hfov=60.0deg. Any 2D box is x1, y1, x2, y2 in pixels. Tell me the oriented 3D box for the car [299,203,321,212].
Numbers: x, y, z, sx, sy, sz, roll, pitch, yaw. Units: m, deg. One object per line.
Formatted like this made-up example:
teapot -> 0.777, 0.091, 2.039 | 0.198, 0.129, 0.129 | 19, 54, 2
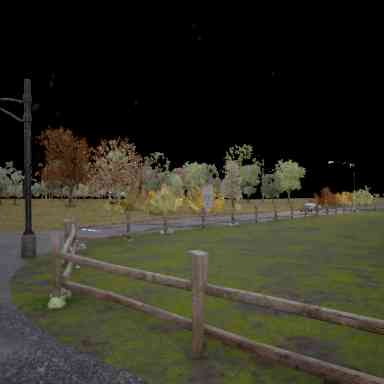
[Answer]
car -> 18.924, 2.449, 52.945 | 2.033, 1.411, 5.357 | -1, -2, 40
